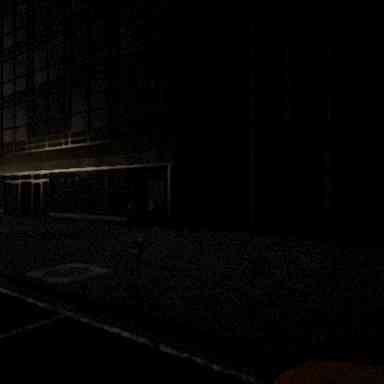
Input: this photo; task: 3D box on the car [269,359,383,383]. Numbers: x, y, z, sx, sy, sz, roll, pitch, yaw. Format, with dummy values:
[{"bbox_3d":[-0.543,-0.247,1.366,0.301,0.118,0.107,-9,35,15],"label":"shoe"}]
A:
[{"bbox_3d":[2.442,1.530,1.343,4.829,1.417,1.752,0,0,35],"label":"car"}]
